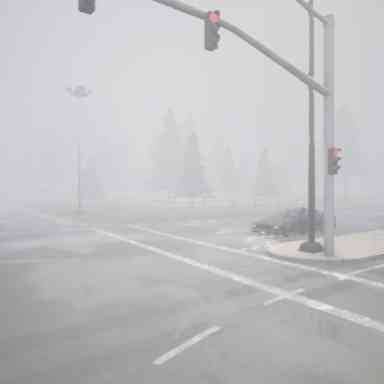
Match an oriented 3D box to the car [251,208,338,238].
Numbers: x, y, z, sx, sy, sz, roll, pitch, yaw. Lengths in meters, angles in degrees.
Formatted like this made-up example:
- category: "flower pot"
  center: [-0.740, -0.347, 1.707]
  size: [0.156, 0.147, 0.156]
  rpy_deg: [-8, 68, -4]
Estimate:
- category: "car"
  center: [5.616, 1.574, 17.805]
  size: [5.357, 1.411, 2.033]
  rpy_deg: [0, 0, -36]
